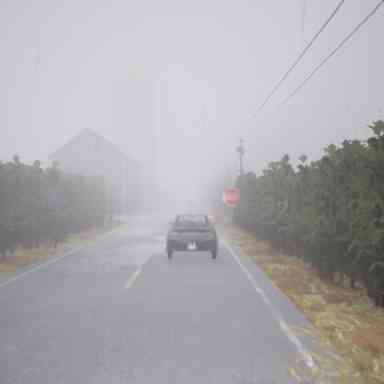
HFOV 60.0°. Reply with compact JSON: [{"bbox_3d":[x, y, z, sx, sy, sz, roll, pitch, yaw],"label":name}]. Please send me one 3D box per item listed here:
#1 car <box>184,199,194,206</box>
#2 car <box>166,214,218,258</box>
[{"bbox_3d":[-0.499,2.354,73.192,1.812,1.442,4.674,0,-1,4],"label":"car"},{"bbox_3d":[0.013,1.647,13.478,2.128,1.511,4.902,0,-1,0],"label":"car"}]
